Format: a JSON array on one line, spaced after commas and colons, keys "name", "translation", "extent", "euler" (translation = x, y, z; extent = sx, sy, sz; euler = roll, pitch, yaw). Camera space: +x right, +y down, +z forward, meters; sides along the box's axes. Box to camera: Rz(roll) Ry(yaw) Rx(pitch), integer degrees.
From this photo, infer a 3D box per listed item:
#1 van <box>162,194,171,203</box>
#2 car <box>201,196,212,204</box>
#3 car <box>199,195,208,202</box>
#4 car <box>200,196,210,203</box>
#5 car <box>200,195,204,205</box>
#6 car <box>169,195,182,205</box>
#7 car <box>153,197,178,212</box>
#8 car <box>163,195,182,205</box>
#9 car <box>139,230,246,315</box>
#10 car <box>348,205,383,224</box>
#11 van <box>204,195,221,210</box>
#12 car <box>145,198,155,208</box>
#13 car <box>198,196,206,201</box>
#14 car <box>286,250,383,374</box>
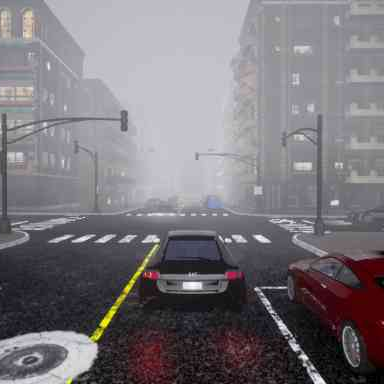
[{"name": "van", "translation": [-5.782, 1.478, 76.397], "extent": [1.690, 1.788, 3.998], "euler": [-1, 0, 0]}, {"name": "car", "translation": [2.735, 1.539, 65.287], "extent": [1.967, 1.590, 4.097], "euler": [-1, 0, 0]}, {"name": "car", "translation": [2.796, 1.597, 81.850], "extent": [1.967, 1.590, 4.097], "euler": [-1, 0, 0]}, {"name": "car", "translation": [2.741, 1.662, 70.808], "extent": [1.887, 1.381, 4.507], "euler": [-1, 0, 0]}, {"name": "car", "translation": [2.762, 1.367, 48.725], "extent": [2.192, 1.841, 5.009], "euler": [-1, 0, 0]}, {"name": "car", "translation": [-3.019, 1.436, 60.924], "extent": [2.097, 1.767, 4.553], "euler": [0, 0, 0]}, {"name": "car", "translation": [-3.067, 1.635, 39.328], "extent": [1.895, 1.301, 4.718], "euler": [0, 0, 0]}, {"name": "car", "translation": [-3.051, 1.604, 50.649], "extent": [2.033, 1.411, 5.357], "euler": [0, 0, 0]}, {"name": "car", "translation": [0.009, 1.564, 7.666], "extent": [1.994, 1.385, 4.181], "euler": [0, 0, 0]}, {"name": "car", "translation": [14.628, 1.727, 26.239], "extent": [4.181, 1.385, 1.994], "euler": [1, 0, 0]}, {"name": "van", "translation": [2.846, 1.382, 43.228], "extent": [1.690, 1.788, 3.998], "euler": [-1, 0, 0]}, {"name": "car", "translation": [-5.801, 1.634, 48.782], "extent": [1.802, 1.307, 4.206], "euler": [-1, 0, 0]}, {"name": "car", "translation": [2.830, 1.769, 92.895], "extent": [1.947, 1.339, 4.313], "euler": [-1, 0, 0]}, {"name": "car", "translation": [2.797, 1.582, 5.326], "extent": [1.802, 1.307, 4.206], "euler": [0, 0, 0]}]
